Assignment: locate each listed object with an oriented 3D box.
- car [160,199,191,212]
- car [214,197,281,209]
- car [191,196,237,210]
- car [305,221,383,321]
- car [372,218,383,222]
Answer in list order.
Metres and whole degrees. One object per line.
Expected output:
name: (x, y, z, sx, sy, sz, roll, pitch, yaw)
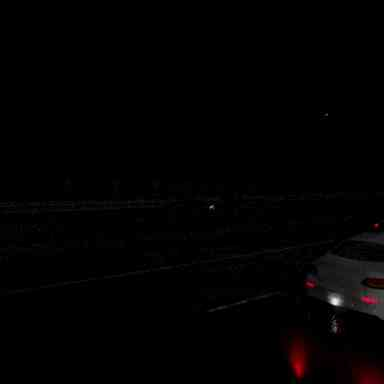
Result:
car: (-0.468, 1.364, 29.282, 4.892, 1.490, 1.837, -1, 1, -35)
car: (4.343, 1.328, 24.100, 5.008, 1.535, 1.882, -1, 1, -35)
car: (2.586, 1.195, 27.134, 4.553, 1.767, 2.097, -1, 1, -35)
car: (4.205, 1.503, 6.704, 4.674, 1.442, 1.812, -1, 0, -35)
car: (10.261, 1.468, 15.213, 4.718, 1.301, 1.895, -1, 1, -35)
